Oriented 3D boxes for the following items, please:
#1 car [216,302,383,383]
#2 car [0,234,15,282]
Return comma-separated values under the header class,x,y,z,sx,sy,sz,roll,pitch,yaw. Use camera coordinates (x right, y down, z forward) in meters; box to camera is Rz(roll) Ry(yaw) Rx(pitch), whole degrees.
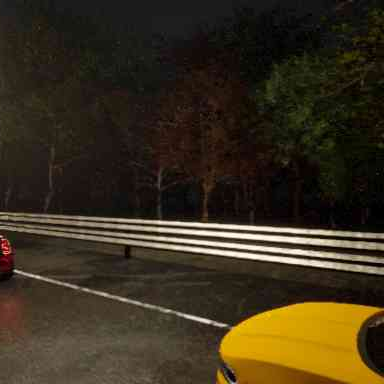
class,x,y,z,sx,sy,sz,roll,pitch,yaw
car,2.508,1.471,2.208,5.008,1.535,1.882,0,0,35
car,-6.725,1.433,8.849,4.553,1.767,2.097,-1,0,36
